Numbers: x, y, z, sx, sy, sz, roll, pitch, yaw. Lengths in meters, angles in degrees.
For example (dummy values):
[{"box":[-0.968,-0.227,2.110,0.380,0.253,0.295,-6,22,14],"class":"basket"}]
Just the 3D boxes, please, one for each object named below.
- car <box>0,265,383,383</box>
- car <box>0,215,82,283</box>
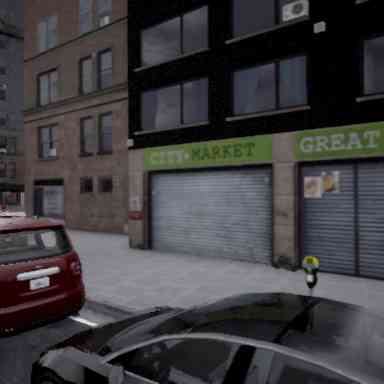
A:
[{"box":[0.462,1.571,2.751,4.313,1.339,1.947,0,0,35],"class":"car"},{"box":[-4.036,1.349,5.960,5.009,1.841,2.192,0,0,35],"class":"car"}]
